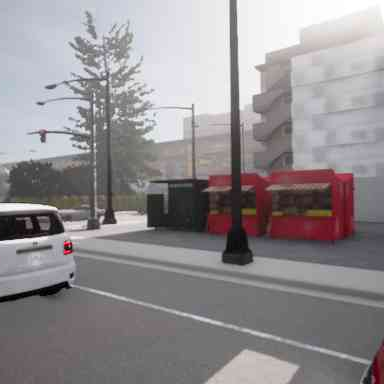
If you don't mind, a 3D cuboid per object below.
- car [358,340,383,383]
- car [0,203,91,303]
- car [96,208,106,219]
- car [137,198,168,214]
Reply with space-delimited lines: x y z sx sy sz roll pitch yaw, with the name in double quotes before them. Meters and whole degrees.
"car" 3.388 1.593 1.568 4.718 1.301 1.895 0 0 35
"car" -4.957 1.270 7.483 5.566 2.045 2.150 0 0 36
"car" -9.977 1.832 29.291 1.895 1.301 4.718 -1 -1 36
"car" -4.020 1.581 37.507 2.097 1.767 4.553 -1 -1 36
